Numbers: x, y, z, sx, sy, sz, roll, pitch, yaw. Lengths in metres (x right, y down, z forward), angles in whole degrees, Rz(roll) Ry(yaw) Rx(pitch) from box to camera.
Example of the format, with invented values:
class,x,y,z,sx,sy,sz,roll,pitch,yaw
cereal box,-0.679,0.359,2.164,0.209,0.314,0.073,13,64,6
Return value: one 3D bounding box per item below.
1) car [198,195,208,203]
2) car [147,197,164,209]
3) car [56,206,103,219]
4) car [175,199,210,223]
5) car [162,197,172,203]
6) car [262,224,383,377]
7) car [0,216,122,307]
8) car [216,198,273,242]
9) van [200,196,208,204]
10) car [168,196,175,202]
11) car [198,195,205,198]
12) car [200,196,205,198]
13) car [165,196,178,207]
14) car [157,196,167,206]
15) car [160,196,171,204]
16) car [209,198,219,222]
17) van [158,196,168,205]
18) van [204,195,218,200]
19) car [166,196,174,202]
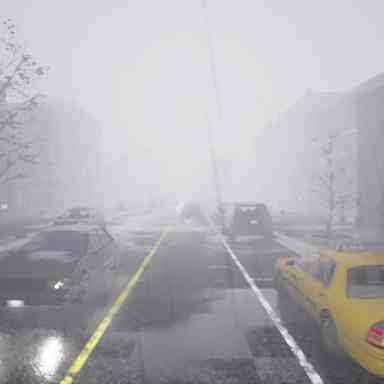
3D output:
class,x,y,z,sx,sy,sz,roll,pitch,yaw
car,2.607,1.675,77.777,2.192,1.841,5.009,-1,0,0
car,-5.742,1.788,50.024,2.008,1.369,4.403,-1,0,0
car,-5.709,1.523,16.734,1.967,1.590,4.097,-1,0,0
car,0.047,1.618,26.704,2.128,1.511,4.902,0,0,0
car,-5.771,1.909,77.765,1.887,1.381,4.507,-1,0,0
car,2.683,1.552,5.818,1.752,1.417,4.829,-1,0,0
car,-3.108,1.590,8.511,2.033,1.411,5.357,0,0,0
car,2.669,1.393,16.745,2.192,1.841,5.009,-1,0,0
van,2.613,1.675,72.228,1.690,1.788,3.998,-1,0,0
car,-5.788,1.985,94.410,1.887,1.381,4.507,-1,0,0
car,2.621,1.891,66.679,1.802,1.307,4.206,-1,0,0
car,2.632,1.840,55.582,1.802,1.307,4.206,-1,0,0
car,-3.095,1.872,57.840,1.895,1.301,4.718,0,0,1
car,-5.756,1.603,61.121,2.192,1.841,5.009,-1,0,0
car,-5.767,1.779,72.217,1.967,1.590,4.097,-1,0,0
car,2.659,1.570,27.841,1.967,1.590,4.097,-1,0,0
van,-5.762,1.655,66.669,1.690,1.788,3.998,-1,0,0
van,2.647,1.522,38.939,1.690,1.788,3.998,-1,0,0
car,-5.784,1.855,88.862,1.967,1.590,4.097,-1,0,0
